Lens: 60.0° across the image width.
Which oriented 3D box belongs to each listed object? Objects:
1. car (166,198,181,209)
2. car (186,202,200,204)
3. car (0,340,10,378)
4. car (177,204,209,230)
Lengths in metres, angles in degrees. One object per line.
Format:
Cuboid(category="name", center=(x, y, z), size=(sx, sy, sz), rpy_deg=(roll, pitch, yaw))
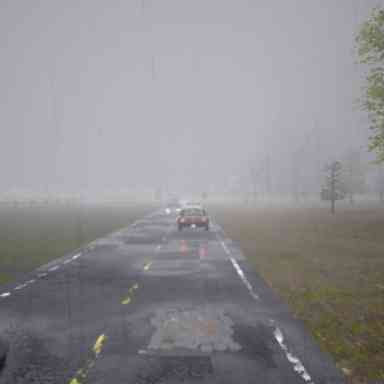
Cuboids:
Cuboid(category="car", center=(-2.759, 1.706, 50.565), size=(1.837, 1.490, 4.892), rpy_deg=(0, -1, 0))
Cuboid(category="car", center=(0.098, 1.755, 38.528), size=(1.895, 1.301, 4.718), rpy_deg=(0, 0, 0))
Cuboid(category="car", center=(-2.849, 1.553, 1.169), size=(2.033, 1.411, 5.357), rpy_deg=(0, 0, 0))
Cuboid(category="car", center=(0.099, 1.692, 21.562), size=(1.895, 1.301, 4.718), rpy_deg=(0, 0, 1))
